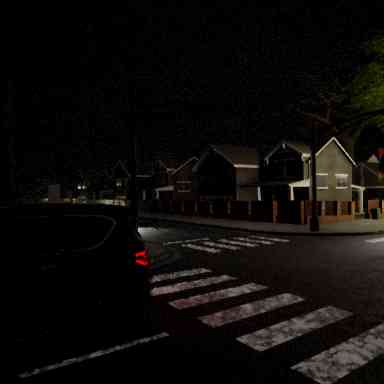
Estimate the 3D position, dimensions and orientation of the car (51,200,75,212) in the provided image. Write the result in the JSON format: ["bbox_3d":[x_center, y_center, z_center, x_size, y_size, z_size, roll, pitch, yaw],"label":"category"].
[{"bbox_3d":[-18.253,1.985,47.015,2.128,1.511,4.902,-1,0,-34],"label":"car"}]

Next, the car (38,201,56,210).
[{"bbox_3d":[-24.230,2.187,55.544,1.994,1.385,4.181,-1,0,-35],"label":"car"}]

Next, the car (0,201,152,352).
[{"bbox_3d":[-3.292,1.222,4.707,5.566,2.045,2.150,0,1,-33],"label":"car"}]

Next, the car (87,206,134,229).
[{"bbox_3d":[-6.121,1.820,24.573,1.994,1.385,4.181,-1,0,-34],"label":"car"}]
